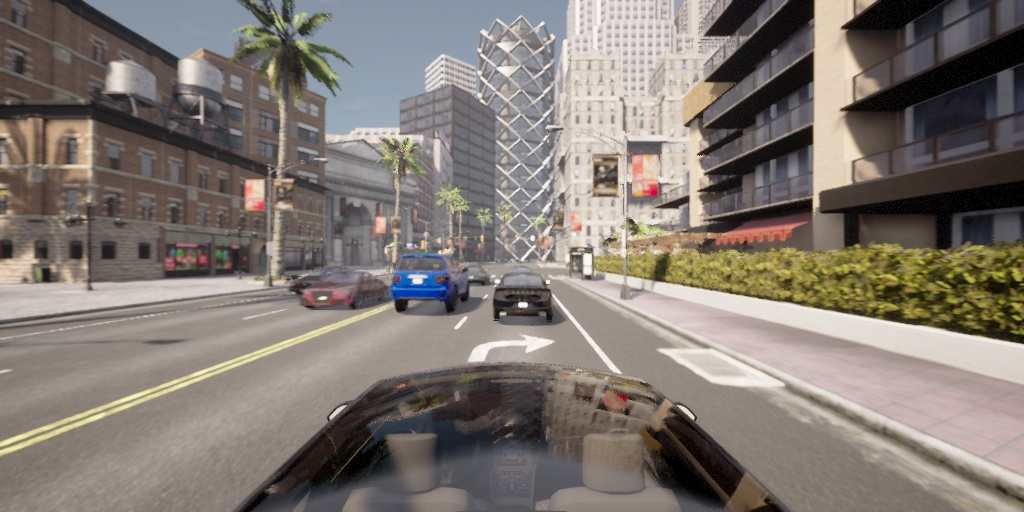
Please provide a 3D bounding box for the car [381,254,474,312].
[{"bbox_3d":[-3.091,1.009,14.644,2.150,2.045,5.566,0,-2,1],"label":"car"}]

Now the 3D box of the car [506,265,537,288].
[{"bbox_3d":[0.717,1.424,26.446,2.033,1.411,5.357,0,0,2],"label":"car"}]

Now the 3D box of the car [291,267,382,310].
[{"bbox_3d":[-6.774,1.344,14.920,1.994,1.385,4.181,0,0,2],"label":"car"}]

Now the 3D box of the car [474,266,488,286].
[{"bbox_3d":[-2.771,1.423,26.705,1.994,1.385,4.181,0,0,2],"label":"car"}]

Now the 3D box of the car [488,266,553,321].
[{"bbox_3d":[0.373,1.285,12.856,1.882,1.535,5.008,0,0,1],"label":"car"}]

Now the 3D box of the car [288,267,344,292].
[{"bbox_3d":[-10.103,1.336,20.220,2.033,1.411,5.357,0,0,2],"label":"car"}]
